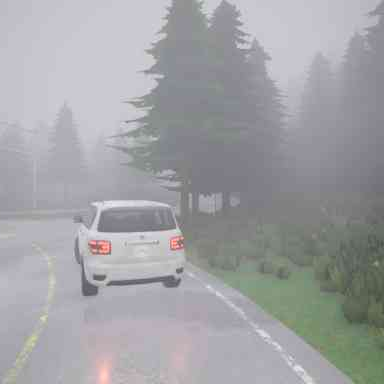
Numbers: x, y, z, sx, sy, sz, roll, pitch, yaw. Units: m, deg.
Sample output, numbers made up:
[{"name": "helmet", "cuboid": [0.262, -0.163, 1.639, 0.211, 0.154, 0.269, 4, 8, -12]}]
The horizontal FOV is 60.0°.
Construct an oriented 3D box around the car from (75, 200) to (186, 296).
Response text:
[{"name": "car", "cuboid": [-1.901, 1.221, 8.996, 2.150, 2.045, 5.566, 0, 0, -20]}]
